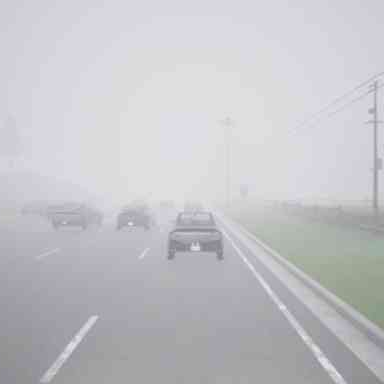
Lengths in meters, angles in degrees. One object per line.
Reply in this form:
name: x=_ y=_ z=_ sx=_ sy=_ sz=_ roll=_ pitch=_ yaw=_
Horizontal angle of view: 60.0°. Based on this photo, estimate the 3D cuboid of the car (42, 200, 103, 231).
car: x=-6.872 y=1.464 z=20.388 sx=2.128 sy=1.511 sz=4.902 roll=0 pitch=0 yaw=0

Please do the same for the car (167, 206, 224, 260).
car: x=0.116 y=1.480 z=12.453 sx=2.128 sy=1.511 sz=4.902 roll=0 pitch=0 yaw=0

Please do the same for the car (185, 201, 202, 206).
car: x=0.150 y=1.568 z=34.728 sx=1.895 sy=1.301 sz=4.718 roll=0 pitch=0 yaw=0

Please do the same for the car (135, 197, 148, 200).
car: x=-6.835 y=1.441 z=45.076 sx=2.128 sy=1.511 sz=4.902 roll=0 pitch=0 yaw=0

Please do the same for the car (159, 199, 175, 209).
car: x=-3.334 y=1.554 z=45.127 sx=1.895 sy=1.301 sz=4.718 roll=0 pitch=0 yaw=0

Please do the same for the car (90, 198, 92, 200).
car: x=-13.905 y=1.468 z=43.358 sx=1.812 sy=1.442 sz=4.674 roll=0 pitch=0 yaw=1

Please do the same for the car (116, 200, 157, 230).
car: x=-3.371 y=1.482 z=20.646 sx=1.837 sy=1.490 sz=4.892 roll=0 pitch=0 yaw=0

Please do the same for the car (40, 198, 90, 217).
car: x=-10.361 y=1.468 z=27.500 sx=1.837 sy=1.490 sz=4.892 roll=0 pitch=1 yaw=0

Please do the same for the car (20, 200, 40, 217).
car: x=-13.857 y=1.447 z=30.620 sx=2.128 sy=1.511 sz=4.902 roll=0 pitch=0 yaw=0
